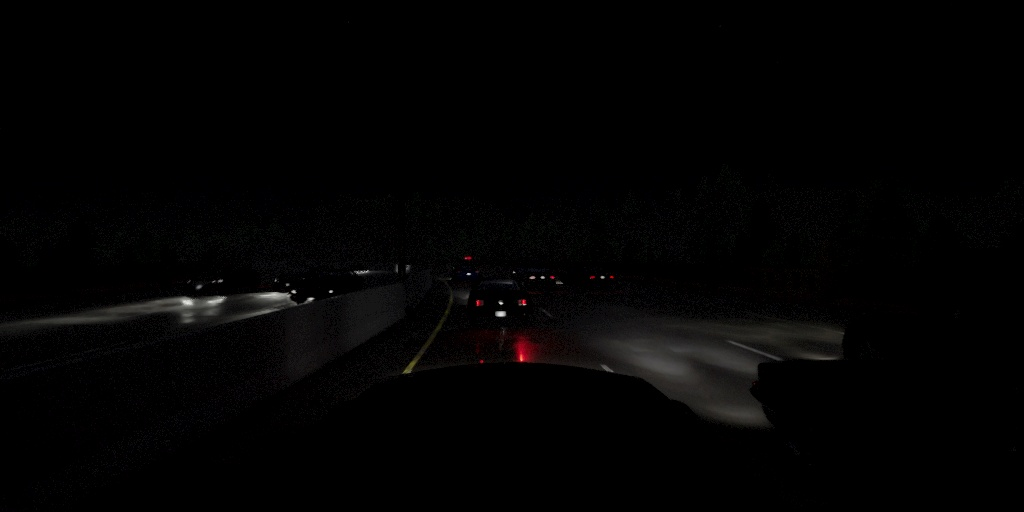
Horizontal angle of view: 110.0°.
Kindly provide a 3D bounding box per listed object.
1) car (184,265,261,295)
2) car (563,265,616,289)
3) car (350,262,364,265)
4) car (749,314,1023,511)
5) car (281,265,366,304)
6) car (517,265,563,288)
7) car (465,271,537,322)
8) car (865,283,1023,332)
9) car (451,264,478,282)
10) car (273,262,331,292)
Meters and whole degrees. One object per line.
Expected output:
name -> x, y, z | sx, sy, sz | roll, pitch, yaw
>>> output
car -> -16.159, 1.293, 20.290 | 2.128, 1.511, 4.902 | 0, 0, -13
car -> 4.822, 1.314, 23.579 | 2.033, 1.411, 5.357 | 0, 0, -12
car -> -23.836, 1.563, 55.195 | 1.895, 1.301, 4.718 | 0, 0, -34
car -> 3.564, 1.348, 1.780 | 1.895, 1.301, 4.718 | 0, 0, -1
car -> -8.327, 1.325, 16.773 | 2.033, 1.411, 5.357 | 0, 0, -9
car -> 1.278, 1.321, 23.488 | 2.033, 1.411, 5.357 | 0, 0, -12
car -> -0.542, 1.360, 12.406 | 1.895, 1.301, 4.718 | 0, 0, -6
car -> 6.976, 1.097, 4.486 | 2.097, 1.767, 4.553 | 0, 0, -2
car -> -3.839, 1.360, 29.340 | 1.994, 1.385, 4.181 | 0, 0, -15
car -> -13.002, 1.325, 22.185 | 1.812, 1.442, 4.674 | 0, 0, -13
